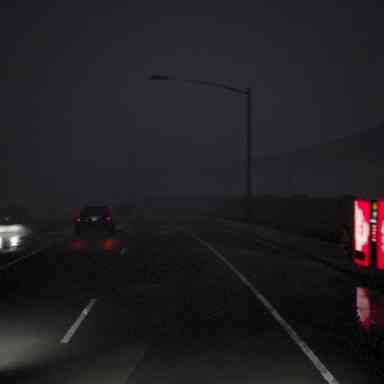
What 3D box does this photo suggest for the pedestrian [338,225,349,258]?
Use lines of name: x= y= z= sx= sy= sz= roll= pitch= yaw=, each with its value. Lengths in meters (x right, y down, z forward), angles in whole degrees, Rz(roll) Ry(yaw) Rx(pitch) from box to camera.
pedestrian: x=4.924 y=1.535 z=10.633 sx=0.500 sy=1.100 sz=0.500 roll=-1 pitch=0 yaw=-6

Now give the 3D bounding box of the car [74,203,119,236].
car: x=-5.717 y=1.547 z=20.090 sx=2.097 sy=1.767 sz=4.553 roll=0 pitch=-1 yaw=-11

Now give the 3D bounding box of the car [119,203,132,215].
car: x=-8.768 y=2.062 z=41.404 sx=2.128 sy=1.511 sz=4.902 roll=0 pitch=-1 yaw=-24

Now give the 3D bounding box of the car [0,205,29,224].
car: x=-15.338 y=1.907 z=28.652 sx=2.128 sy=1.511 sz=4.902 roll=0 pitch=-1 yaw=-18

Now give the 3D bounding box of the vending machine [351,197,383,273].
vending machine: x=5.401 y=1.200 z=9.679 sx=1.100 sy=2.100 sz=0.880 roll=0 pitch=0 yaw=-5
